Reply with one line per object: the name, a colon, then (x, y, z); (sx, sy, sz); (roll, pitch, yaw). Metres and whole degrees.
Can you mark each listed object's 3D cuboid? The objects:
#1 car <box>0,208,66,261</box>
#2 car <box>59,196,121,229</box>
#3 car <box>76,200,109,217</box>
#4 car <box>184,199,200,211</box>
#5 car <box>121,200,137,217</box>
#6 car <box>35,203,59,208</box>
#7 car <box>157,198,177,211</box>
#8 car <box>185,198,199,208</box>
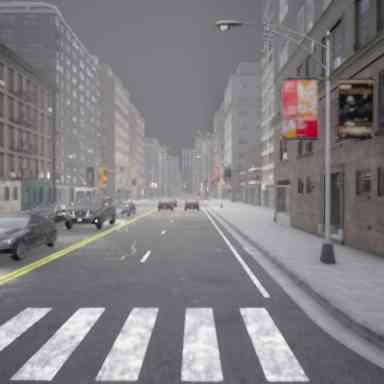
car: (-6.593, 1.557, 12.568); (1.812, 1.442, 4.674); (0, 0, -2)
car: (-6.592, 1.279, 22.272); (2.150, 2.045, 5.566); (0, 0, 0)
car: (-9.843, 1.595, 33.392); (1.837, 1.490, 4.892); (0, 0, 0)
car: (-0.004, 1.595, 41.980); (1.882, 1.535, 5.008); (0, 0, 0)
car: (-6.595, 1.579, 32.430); (2.128, 1.511, 4.902); (0, 0, 0)
car: (-9.839, 1.551, 22.963); (2.128, 1.511, 4.902); (0, 0, 0)
car: (-3.254, 1.595, 42.013); (1.882, 1.535, 5.008); (0, 0, 0)
car: (-0.005, 1.716, 52.429); (1.994, 1.385, 4.181); (0, 0, 0)
